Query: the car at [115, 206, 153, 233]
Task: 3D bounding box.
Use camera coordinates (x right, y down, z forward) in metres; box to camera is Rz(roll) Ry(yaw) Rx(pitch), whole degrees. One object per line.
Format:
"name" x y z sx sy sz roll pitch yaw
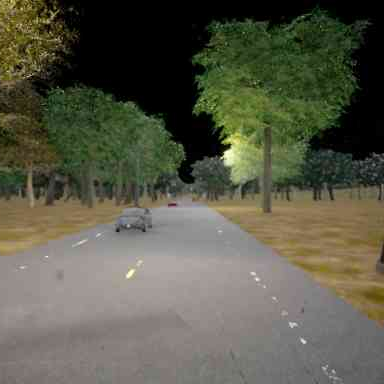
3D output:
"car" -3.601 1.696 21.261 1.837 1.490 4.892 0 -1 0

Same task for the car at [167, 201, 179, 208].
"car" -3.521 2.249 62.274 1.895 1.301 4.718 0 -1 1
